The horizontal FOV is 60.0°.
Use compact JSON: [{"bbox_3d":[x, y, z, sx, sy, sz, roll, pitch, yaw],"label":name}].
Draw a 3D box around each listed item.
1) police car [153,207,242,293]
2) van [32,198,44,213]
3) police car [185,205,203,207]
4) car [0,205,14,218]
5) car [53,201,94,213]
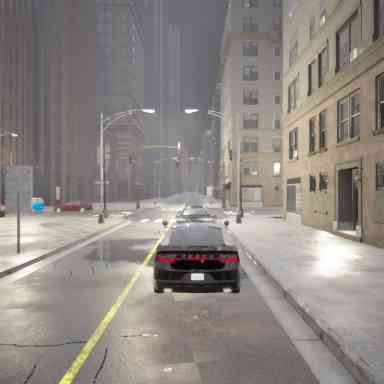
[{"bbox_3d":[0.111,1.427,8.977,1.930,1.638,5.238,0,0,0],"label":"police car"},{"bbox_3d":[-19.568,1.591,39.185,3.998,1.788,1.690,-1,0,0],"label":"van"},{"bbox_3d":[0.128,1.510,18.581,2.038,1.542,4.974,0,0,0],"label":"police car"},{"bbox_3d":[-19.599,1.524,30.659,5.009,1.841,2.192,-1,0,0],"label":"car"},{"bbox_3d":[-13.941,1.727,39.160,4.507,1.381,1.887,-1,0,0],"label":"car"}]
